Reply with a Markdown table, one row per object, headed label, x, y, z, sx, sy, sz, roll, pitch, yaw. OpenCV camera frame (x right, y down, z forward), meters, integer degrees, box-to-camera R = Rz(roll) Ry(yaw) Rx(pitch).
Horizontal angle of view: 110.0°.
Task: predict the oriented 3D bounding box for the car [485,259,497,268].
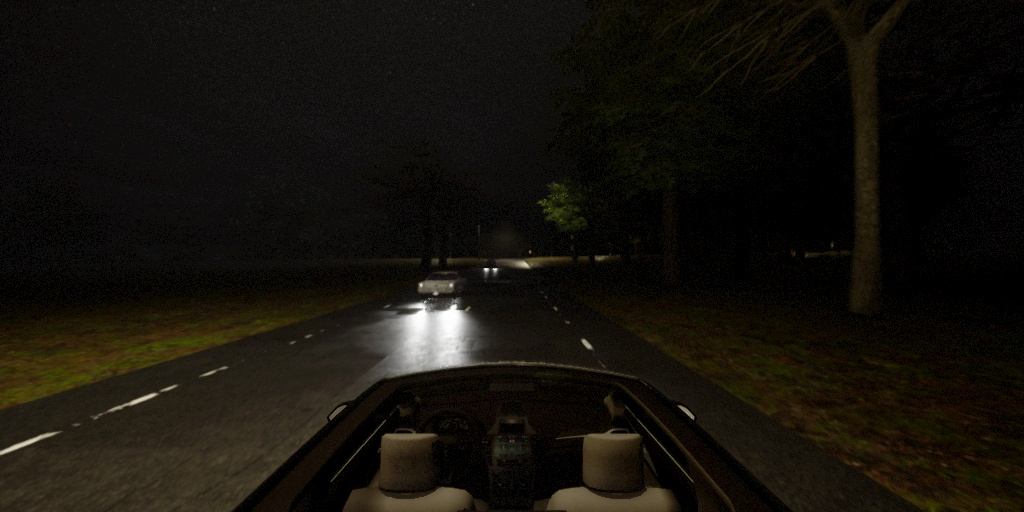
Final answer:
| label | x | y | z | sx | sy | sz | roll | pitch | yaw |
| --- | --- | --- | --- | --- | --- | --- | --- | --- | --- |
| car | -3.521 | 1.318 | 60.793 | 1.812 | 1.442 | 4.674 | 0 | 1 | 1 |

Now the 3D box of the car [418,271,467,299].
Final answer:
| label | x | y | z | sx | sy | sz | roll | pitch | yaw |
| --- | --- | --- | --- | --- | --- | --- | --- | --- | --- |
| car | -3.596 | 1.484 | 19.160 | 1.895 | 1.301 | 4.718 | 0 | 0 | 0 |
